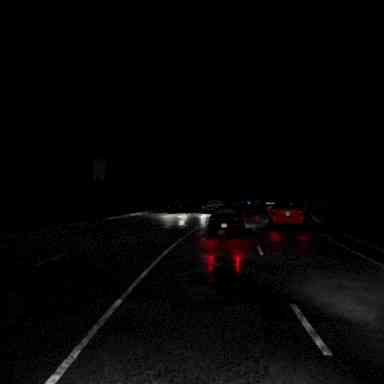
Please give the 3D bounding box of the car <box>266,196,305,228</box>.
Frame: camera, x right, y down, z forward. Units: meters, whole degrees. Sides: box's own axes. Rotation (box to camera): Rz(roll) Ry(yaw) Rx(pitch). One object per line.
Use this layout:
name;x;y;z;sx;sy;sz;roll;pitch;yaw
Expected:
car;6.242;1.355;22.259;2.097;1.767;4.553;0;0;12

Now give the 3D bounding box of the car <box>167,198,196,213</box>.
car;-1.089;1.436;36.135;1.882;1.535;5.008;0;0;18

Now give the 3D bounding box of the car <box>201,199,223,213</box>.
car;2.421;1.500;35.597;1.812;1.442;4.674;0;0;18

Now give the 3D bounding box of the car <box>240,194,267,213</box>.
car;6.817;1.213;37.161;2.150;2.045;5.566;0;0;19

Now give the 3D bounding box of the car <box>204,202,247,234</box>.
car;2.033;1.516;19.077;1.812;1.442;4.674;0;0;10

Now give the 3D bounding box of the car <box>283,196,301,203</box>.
car;21.691;1.520;71.761;2.033;1.411;5.357;0;0;36

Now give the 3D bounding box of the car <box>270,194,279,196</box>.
car;17.646;1.327;72.216;2.097;1.767;4.553;0;0;36
